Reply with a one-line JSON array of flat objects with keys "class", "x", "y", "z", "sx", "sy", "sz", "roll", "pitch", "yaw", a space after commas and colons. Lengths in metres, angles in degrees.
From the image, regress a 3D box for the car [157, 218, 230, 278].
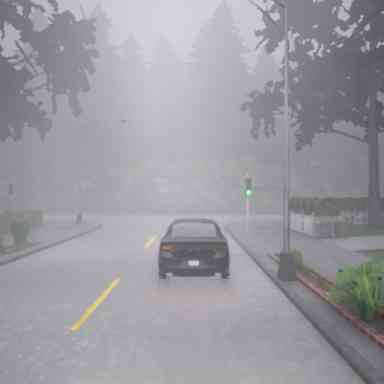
[{"class": "car", "x": 0.067, "y": 1.544, "z": 10.388, "sx": 1.882, "sy": 1.535, "sz": 5.008, "roll": 0, "pitch": 0, "yaw": 1}]
